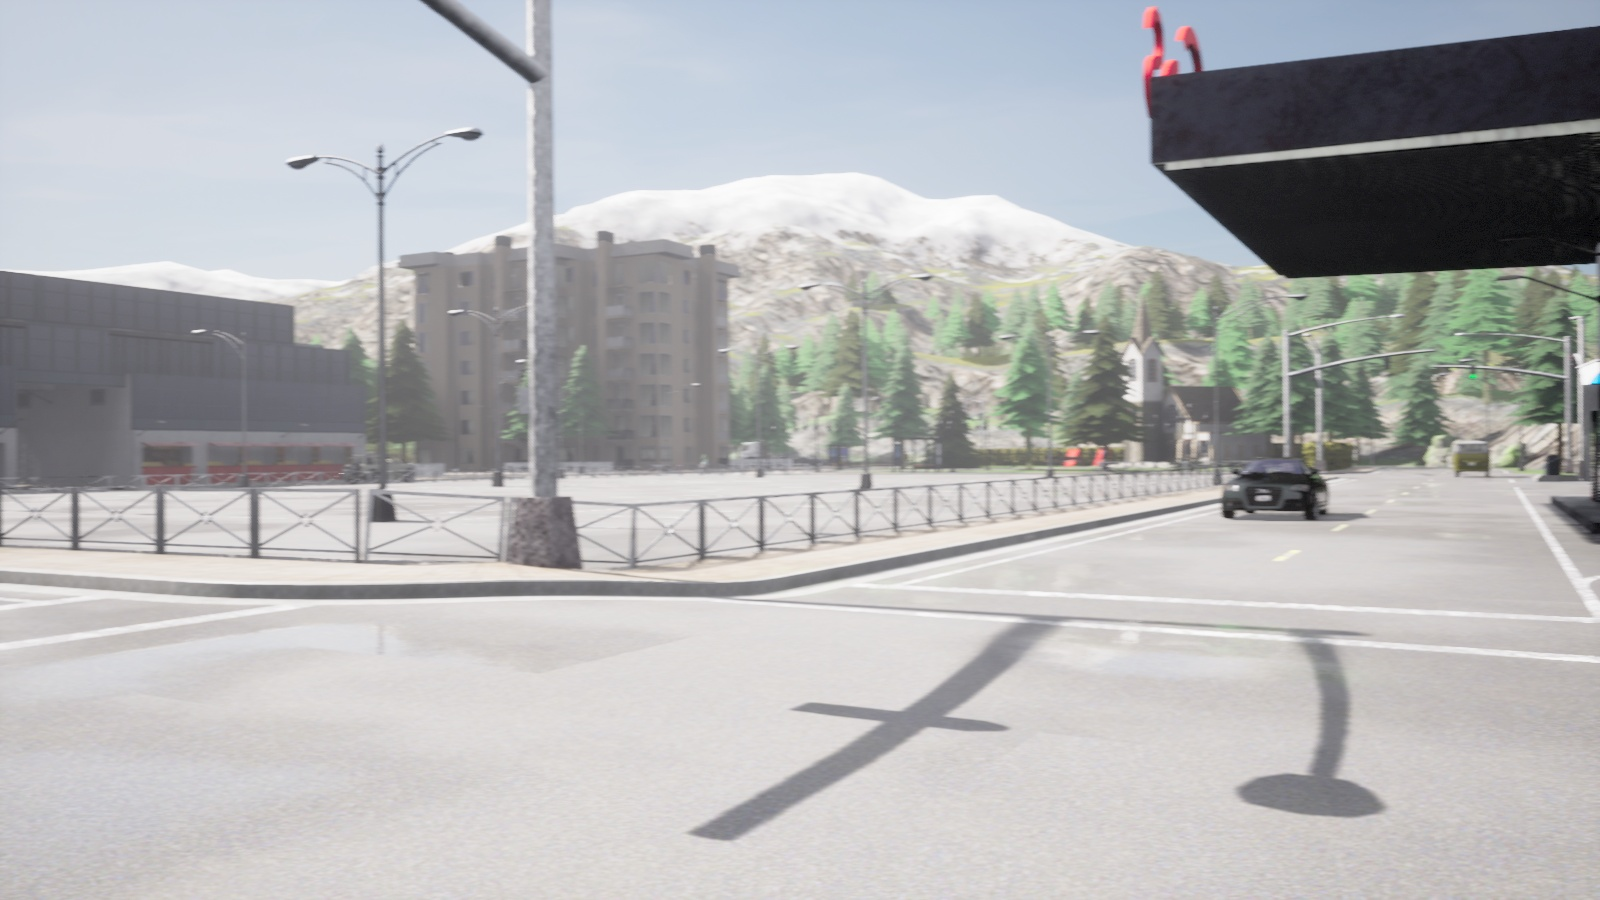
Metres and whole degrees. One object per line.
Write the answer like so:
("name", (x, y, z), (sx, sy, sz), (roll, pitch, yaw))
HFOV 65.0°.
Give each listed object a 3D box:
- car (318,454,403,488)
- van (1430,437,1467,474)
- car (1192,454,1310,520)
("car", (-25.708, 1.214, 73.645), (1.932, 1.855, 4.605), (-1, 0, 28))
("van", (35.875, 0.295, 69.421), (1.775, 1.987, 4.442), (-1, 0, 28))
("car", (10.621, 0.813, 29.381), (1.994, 1.385, 4.181), (-1, 0, 28))
